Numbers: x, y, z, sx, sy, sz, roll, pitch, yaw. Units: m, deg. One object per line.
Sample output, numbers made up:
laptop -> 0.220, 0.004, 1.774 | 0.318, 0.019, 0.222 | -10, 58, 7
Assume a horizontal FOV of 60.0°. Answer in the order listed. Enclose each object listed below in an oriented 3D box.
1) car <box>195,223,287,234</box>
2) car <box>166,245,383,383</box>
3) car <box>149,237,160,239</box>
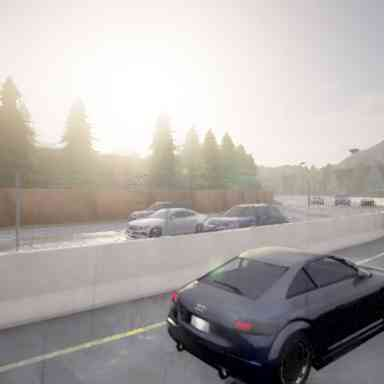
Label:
car -> 2.538, 1.377, 15.488 | 4.553, 1.767, 2.097 | 0, 0, -43
car -> 1.676, 1.570, 5.287 | 4.181, 1.385, 1.994 | 0, 0, -38
car -> -1.062, 1.566, 16.941 | 4.674, 1.442, 1.812 | 0, 0, -42
